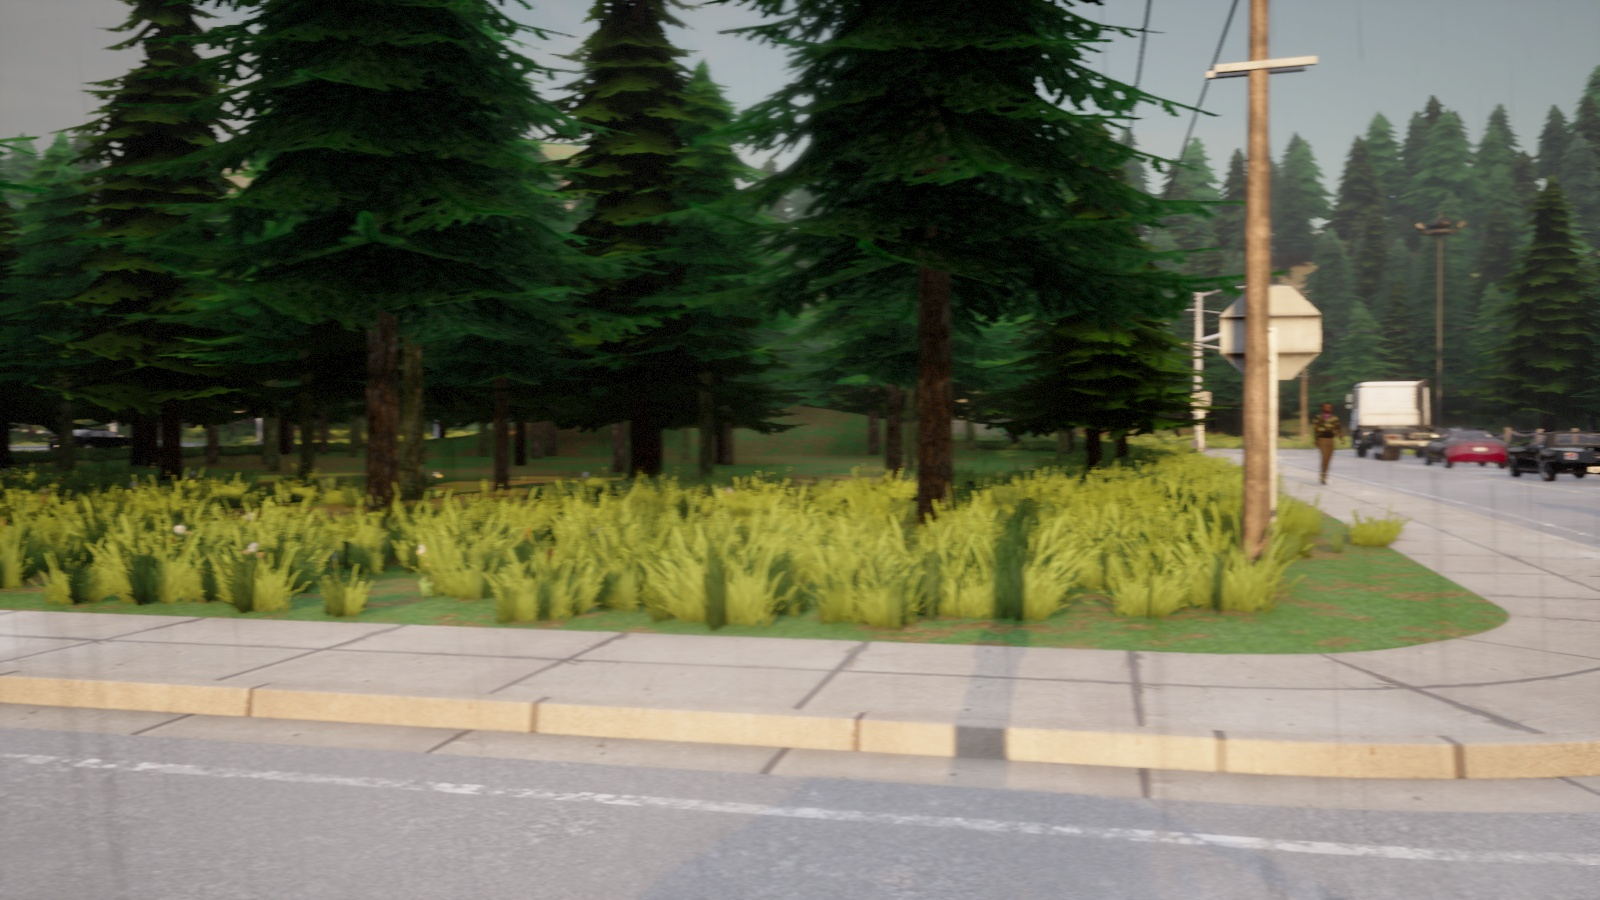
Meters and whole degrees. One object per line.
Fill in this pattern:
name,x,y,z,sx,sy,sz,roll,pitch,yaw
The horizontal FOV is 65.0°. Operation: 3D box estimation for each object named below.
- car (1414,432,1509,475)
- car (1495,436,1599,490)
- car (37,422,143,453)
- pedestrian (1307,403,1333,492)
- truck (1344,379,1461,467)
car,22.924,0.079,43.668,1.994,1.385,4.181,1,1,14
car,20.369,0.305,33.656,1.895,1.301,4.718,1,1,14
car,-37.255,-0.680,66.055,1.882,1.535,5.008,1,1,14
pedestrian,11.410,-0.057,27.558,0.395,1.930,0.692,0,1,12
truck,25.396,-1.150,53.340,2.891,3.462,7.936,1,1,14
